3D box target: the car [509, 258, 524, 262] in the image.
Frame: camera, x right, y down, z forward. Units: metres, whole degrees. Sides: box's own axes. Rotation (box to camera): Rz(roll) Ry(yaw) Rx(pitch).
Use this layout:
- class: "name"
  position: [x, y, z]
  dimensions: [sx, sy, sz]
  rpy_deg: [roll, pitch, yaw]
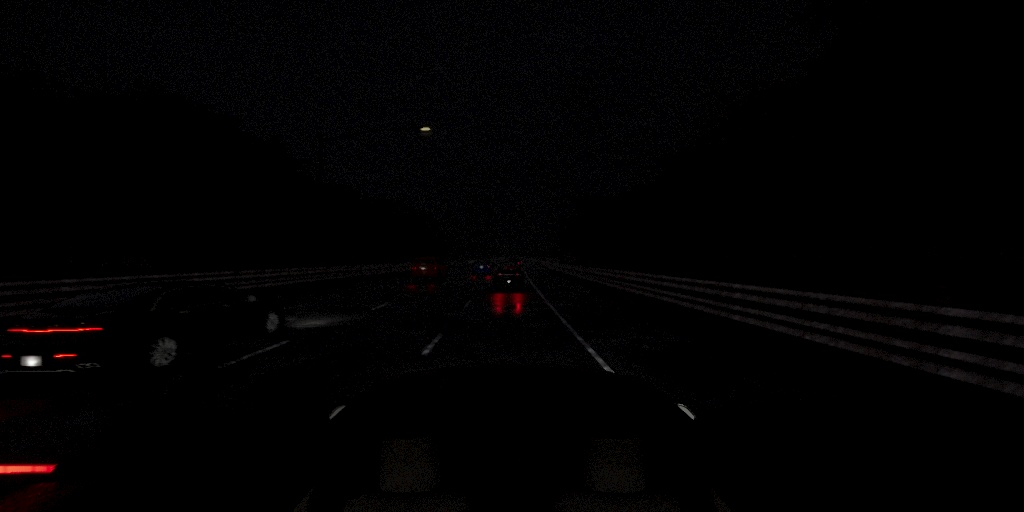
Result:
- class: "car"
  position: [0.384, 1.280, 58.244]
  dimensions: [2.150, 2.045, 5.566]
  rpy_deg: [0, 0, 2]

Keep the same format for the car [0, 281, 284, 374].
- class: "car"
  position: [-6.971, 1.280, 7.596]
  dimensions: [1.837, 1.490, 4.892]
  rpy_deg: [0, 0, -1]

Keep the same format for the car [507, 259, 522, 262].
- class: "car"
  position: [-0.031, 1.456, 42.270]
  dimensions: [1.882, 1.535, 5.008]
  rpy_deg: [0, 0, 1]

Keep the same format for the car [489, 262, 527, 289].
- class: "car"
  position: [-0.194, 1.365, 24.230]
  dimensions: [2.128, 1.511, 4.902]
  rpy_deg: [0, 0, 0]

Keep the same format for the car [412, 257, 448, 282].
- class: "car"
  position: [-7.109, 1.137, 31.496]
  dimensions: [2.150, 2.045, 5.566]
  rpy_deg: [0, 0, 1]

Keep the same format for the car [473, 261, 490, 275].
- class: "car"
  position: [-3.415, 1.335, 43.113]
  dimensions: [2.097, 1.767, 4.553]
  rpy_deg: [0, 0, 1]
